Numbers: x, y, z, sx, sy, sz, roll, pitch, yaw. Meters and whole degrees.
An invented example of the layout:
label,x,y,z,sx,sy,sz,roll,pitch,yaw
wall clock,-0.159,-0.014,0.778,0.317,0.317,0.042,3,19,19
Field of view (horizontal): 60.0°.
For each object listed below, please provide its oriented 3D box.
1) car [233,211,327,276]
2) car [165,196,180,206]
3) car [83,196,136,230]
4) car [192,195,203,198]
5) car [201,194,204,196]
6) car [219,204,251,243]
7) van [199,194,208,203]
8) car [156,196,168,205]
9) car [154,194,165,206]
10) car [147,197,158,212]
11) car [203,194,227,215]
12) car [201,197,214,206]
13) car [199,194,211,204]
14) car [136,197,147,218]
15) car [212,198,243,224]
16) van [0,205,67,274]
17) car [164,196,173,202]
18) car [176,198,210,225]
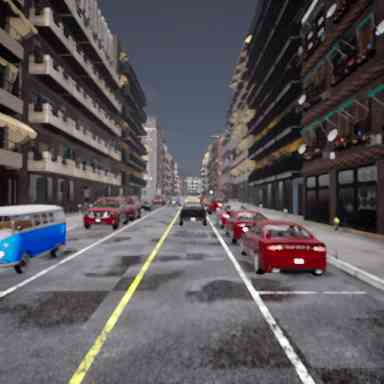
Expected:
label,x,y,z,sx,sy,sz,roll,pitch,yaw
car,2.574,1.529,10.219,1.887,1.381,4.507,1,0,0
car,-2.807,1.474,54.118,2.128,1.511,4.902,0,0,0
car,-5.313,1.291,21.332,2.192,1.841,5.009,1,0,0
car,0.054,1.449,42.896,1.882,1.535,5.008,0,0,0
car,2.505,1.412,43.406,1.967,1.590,4.097,1,0,0
car,2.568,1.523,15.749,1.887,1.381,4.507,1,0,0
van,2.477,1.352,71.063,1.690,1.788,3.998,1,0,0
car,-5.362,1.535,60.046,1.887,1.381,4.507,1,0,0
car,-5.350,1.297,54.515,2.192,1.841,5.009,1,0,0
car,-5.337,1.536,37.925,1.947,1.339,4.313,1,0,0
car,2.521,1.284,32.342,2.192,1.841,5.009,1,0,0
car,2.490,1.563,54.468,1.802,1.307,4.206,1,0,0
car,2.483,1.314,65.531,2.192,1.841,5.009,1,0,0
car,-5.319,1.288,26.862,2.192,1.841,5.009,1,0,0
car,2.572,1.415,21.281,1.967,1.590,4.097,1,0,0
van,-5.302,1.327,10.272,1.690,1.788,3.998,1,0,0
car,-5.381,1.607,76.640,1.802,1.307,4.206,1,0,0
car,0.073,1.480,23.890,1.837,1.490,4.892,0,1,0
